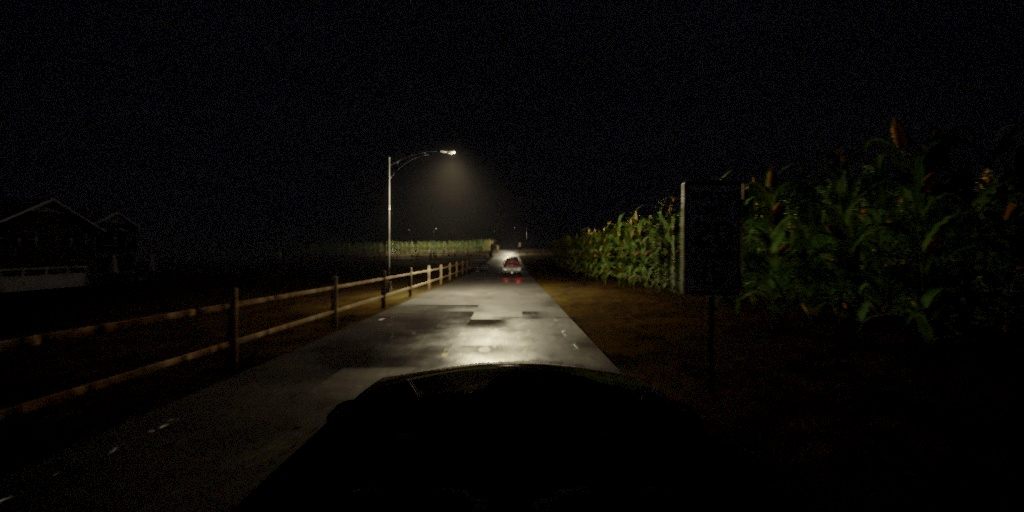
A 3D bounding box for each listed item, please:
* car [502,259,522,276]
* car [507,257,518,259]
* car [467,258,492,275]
[{"bbox_3d":[0.003,1.246,35.724,1.895,1.301,4.718,0,1,0],"label":"car"},{"bbox_3d":[0.042,0.846,49.609,1.882,1.535,5.008,0,2,1],"label":"car"},{"bbox_3d":[-2.750,0.850,31.600,2.033,1.411,5.357,0,1,0],"label":"car"}]
